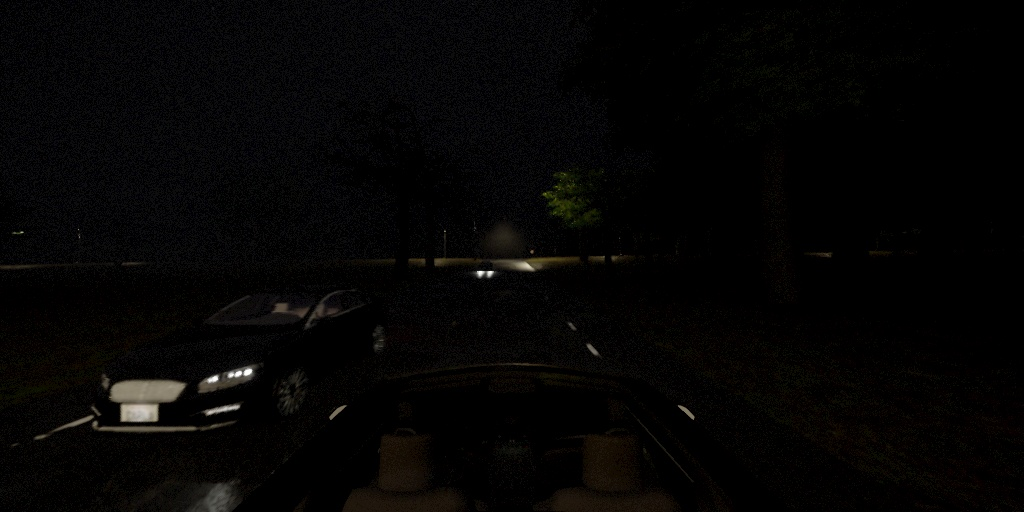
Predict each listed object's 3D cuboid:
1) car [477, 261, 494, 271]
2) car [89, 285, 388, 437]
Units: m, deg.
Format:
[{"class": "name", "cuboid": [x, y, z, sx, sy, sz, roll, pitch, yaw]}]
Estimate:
[{"class": "car", "cuboid": [-3.556, 1.349, 48.902, 1.994, 1.385, 4.181, 0, 1, 0]}, {"class": "car", "cuboid": [-3.598, 1.270, 5.917, 2.128, 1.511, 4.902, 0, 0, 0]}]
